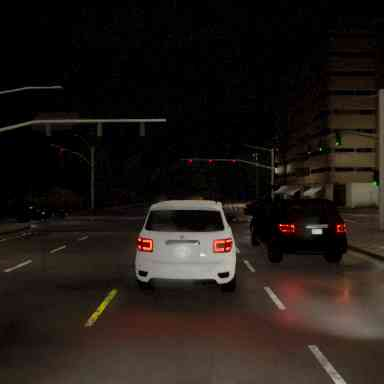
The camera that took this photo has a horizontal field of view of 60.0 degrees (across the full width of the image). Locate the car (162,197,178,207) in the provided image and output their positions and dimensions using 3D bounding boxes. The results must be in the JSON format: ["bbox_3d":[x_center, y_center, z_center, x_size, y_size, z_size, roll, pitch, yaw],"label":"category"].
[{"bbox_3d":[-3.367,1.505,51.586,1.837,1.490,4.892,0,0,3],"label":"car"}]

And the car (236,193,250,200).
[{"bbox_3d":[13.067,1.225,80.719,5.566,2.045,2.150,0,0,-41],"label":"car"}]

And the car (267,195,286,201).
[{"bbox_3d":[21.833,1.524,86.237,4.674,1.442,1.812,0,0,-22],"label":"car"}]

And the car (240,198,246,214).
[{"bbox_3d":[7.018,1.515,29.400,4.892,1.490,1.837,0,0,0],"label":"car"}]

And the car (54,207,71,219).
[{"bbox_3d":[-13.274,1.651,29.279,4.718,1.301,1.895,0,0,0],"label":"car"}]

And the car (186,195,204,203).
[{"bbox_3d":[0.656,1.478,70.349,1.882,1.535,5.008,0,0,23],"label":"car"}]

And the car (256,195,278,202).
[{"bbox_3d":[18.195,1.540,80.211,5.357,1.411,2.033,0,0,-34],"label":"car"}]

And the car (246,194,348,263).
[{"bbox_3d":[3.576,1.221,12.156,2.150,2.045,5.566,0,0,0],"label":"car"}]

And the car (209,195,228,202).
[{"bbox_3d":[6.374,1.525,78.980,2.128,1.511,4.902,0,0,38],"label":"car"}]

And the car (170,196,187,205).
[{"bbox_3d":[-2.431,1.505,60.822,1.837,1.490,4.892,0,0,13],"label":"car"}]

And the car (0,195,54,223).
[{"bbox_3d":[-13.974,1.277,25.389,5.566,2.045,2.150,-1,0,6],"label":"car"}]

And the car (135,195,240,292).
[{"bbox_3d":[0.015,1.221,9.130,2.150,2.045,5.566,0,0,4],"label":"car"}]
